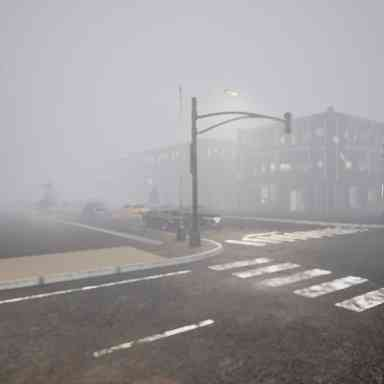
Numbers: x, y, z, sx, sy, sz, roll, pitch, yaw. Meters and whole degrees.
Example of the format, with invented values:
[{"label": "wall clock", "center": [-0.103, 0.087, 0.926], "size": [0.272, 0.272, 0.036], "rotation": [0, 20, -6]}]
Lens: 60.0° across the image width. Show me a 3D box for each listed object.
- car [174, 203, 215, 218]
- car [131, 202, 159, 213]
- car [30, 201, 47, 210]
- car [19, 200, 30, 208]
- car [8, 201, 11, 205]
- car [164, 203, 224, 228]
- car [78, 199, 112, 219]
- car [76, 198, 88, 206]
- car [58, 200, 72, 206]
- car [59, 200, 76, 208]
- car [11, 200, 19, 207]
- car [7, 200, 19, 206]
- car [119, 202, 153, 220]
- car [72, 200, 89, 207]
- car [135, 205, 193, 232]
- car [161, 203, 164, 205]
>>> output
[{"label": "car", "center": [0.225, 1.861, 34.473], "size": [2.008, 1.369, 4.403], "rotation": [-1, 0, -35]}, {"label": "car", "center": [-6.189, 2.018, 43.494], "size": [1.802, 1.307, 4.206], "rotation": [-1, 0, -35]}, {"label": "car", "center": [-25.753, 2.263, 56.541], "size": [1.752, 1.417, 4.829], "rotation": [-1, 0, -35]}, {"label": "car", "center": [-32.267, 2.406, 65.701], "size": [2.008, 1.369, 4.403], "rotation": [-1, 0, -35]}, {"label": "car", "center": [-41.891, 2.578, 79.233], "size": [2.008, 1.369, 4.403], "rotation": [-1, 0, -35]}, {"label": "car", "center": [0.308, 1.751, 24.380], "size": [2.128, 1.511, 4.902], "rotation": [-1, 0, -35]}, {"label": "car", "center": [-9.814, 1.877, 34.125], "size": [1.967, 1.590, 4.097], "rotation": [-1, 0, -35]}, {"label": "car", "center": [-19.028, 1.992, 61.537], "size": [2.192, 1.841, 5.009], "rotation": [-1, 0, -35]}, {"label": "car", "center": [-28.646, 2.416, 75.070], "size": [1.947, 1.339, 4.313], "rotation": [-1, 0, -35]}, {"label": "car", "center": [-23.636, 2.233, 63.571], "size": [2.128, 1.511, 4.902], "rotation": [-1, 0, -35]}, {"label": "car", "center": [-38.685, 2.411, 74.722], "size": [1.967, 1.590, 4.097], "rotation": [-1, 0, -35]}, {"label": "car", "center": [-45.098, 2.629, 83.743], "size": [1.887, 1.381, 4.507], "rotation": [-1, 0, -35]}, {"label": "car", "center": [-5.492, 1.852, 32.543], "size": [1.882, 1.535, 5.008], "rotation": [-1, 0, -36]}, {"label": "car", "center": [-22.230, 2.280, 66.048], "size": [1.887, 1.381, 4.507], "rotation": [-1, 0, -35]}, {"label": "car", "center": [-1.867, 1.845, 22.747], "size": [1.947, 1.339, 4.313], "rotation": [-1, 0, -35]}, {"label": "car", "center": [-2.982, 1.956, 38.984], "size": [1.802, 1.307, 4.206], "rotation": [-1, 0, -35]}]
